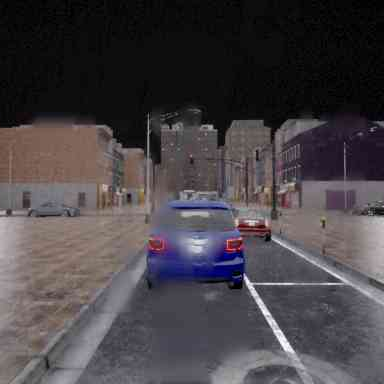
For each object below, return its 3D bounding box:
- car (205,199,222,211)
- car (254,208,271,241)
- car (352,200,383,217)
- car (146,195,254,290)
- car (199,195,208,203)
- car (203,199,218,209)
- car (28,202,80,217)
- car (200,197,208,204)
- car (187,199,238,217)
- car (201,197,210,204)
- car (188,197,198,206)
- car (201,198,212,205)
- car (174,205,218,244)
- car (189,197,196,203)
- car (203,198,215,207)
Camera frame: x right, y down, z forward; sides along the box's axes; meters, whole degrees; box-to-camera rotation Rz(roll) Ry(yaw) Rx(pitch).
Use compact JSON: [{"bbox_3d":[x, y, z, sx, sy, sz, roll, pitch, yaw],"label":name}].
[{"bbox_3d":[2.729,1.684,43.603,1.947,1.339,4.313,1,0,0],"label":"car"},{"bbox_3d":[2.689,1.462,16.857,1.967,1.590,4.097,2,0,0],"label":"car"},{"bbox_3d":[17.830,1.578,31.641,4.892,1.490,1.837,0,-2,0],"label":"car"},{"bbox_3d":[0.057,1.230,9.219,2.150,2.045,5.566,0,0,-1],"label":"car"},{"bbox_3d":[2.798,1.755,81.668,2.192,1.841,5.009,1,-1,0],"label":"car"},{"bbox_3d":[2.738,1.717,49.040,1.947,1.339,4.313,1,0,0],"label":"car"},{"bbox_3d":[-11.924,1.590,28.928,4.181,1.385,1.994,0,-2,0],"label":"car"},{"bbox_3d":[2.785,1.911,76.397,1.752,1.417,4.829,1,-1,0],"label":"car"},{"bbox_3d":[2.044,1.599,34.374,4.902,1.511,2.128,0,1,39],"label":"car"},{"bbox_3d":[2.776,1.858,70.959,1.752,1.417,4.829,1,-1,0],"label":"car"},{"bbox_3d":[0.203,1.754,61.836,1.837,1.490,4.892,0,0,0],"label":"car"},{"bbox_3d":[2.765,1.846,65.352,1.947,1.339,4.313,1,-1,0],"label":"car"},{"bbox_3d":[0.125,1.500,17.044,1.882,1.535,5.008,0,0,-1],"label":"car"},{"bbox_3d":[0.143,1.967,84.119,1.837,1.490,4.892,0,-1,0],"label":"car"},{"bbox_3d":[2.749,1.716,54.647,1.752,1.417,4.829,1,0,0],"label":"car"}]
